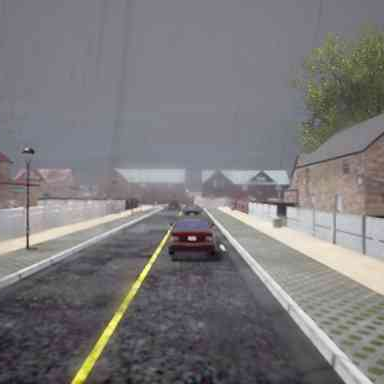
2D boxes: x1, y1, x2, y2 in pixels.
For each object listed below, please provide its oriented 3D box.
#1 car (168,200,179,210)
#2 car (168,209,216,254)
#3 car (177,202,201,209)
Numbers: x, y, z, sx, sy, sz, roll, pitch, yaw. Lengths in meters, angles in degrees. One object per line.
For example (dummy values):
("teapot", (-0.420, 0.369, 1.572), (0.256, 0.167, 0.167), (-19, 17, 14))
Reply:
("car", (-2.741, 1.995, 52.443), (1.837, 1.490, 4.892), (0, -1, 0))
("car", (0.005, 1.678, 13.987), (2.033, 1.411, 5.357), (0, 0, 0))
("car", (0.009, 1.816, 28.987), (2.033, 1.411, 5.357), (0, 0, 0))
